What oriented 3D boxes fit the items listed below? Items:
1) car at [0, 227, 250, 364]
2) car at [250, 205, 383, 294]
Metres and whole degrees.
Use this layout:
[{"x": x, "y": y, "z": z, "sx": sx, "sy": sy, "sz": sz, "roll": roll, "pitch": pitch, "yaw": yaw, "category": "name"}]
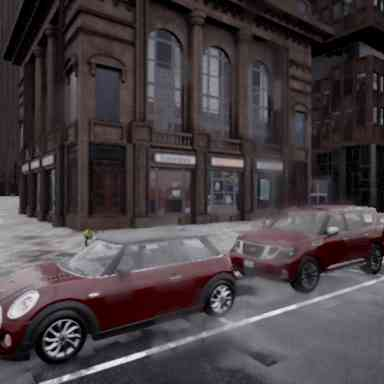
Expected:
[{"x": -1.206, "y": 1.441, "z": 5.784, "sx": 4.097, "sy": 1.590, "sz": 1.967, "roll": 0, "pitch": 0, "yaw": -35, "category": "car"}, {"x": 3.356, "y": 1.318, "z": 9.034, "sx": 5.009, "sy": 1.841, "sz": 2.192, "roll": 0, "pitch": 0, "yaw": -35, "category": "car"}]
